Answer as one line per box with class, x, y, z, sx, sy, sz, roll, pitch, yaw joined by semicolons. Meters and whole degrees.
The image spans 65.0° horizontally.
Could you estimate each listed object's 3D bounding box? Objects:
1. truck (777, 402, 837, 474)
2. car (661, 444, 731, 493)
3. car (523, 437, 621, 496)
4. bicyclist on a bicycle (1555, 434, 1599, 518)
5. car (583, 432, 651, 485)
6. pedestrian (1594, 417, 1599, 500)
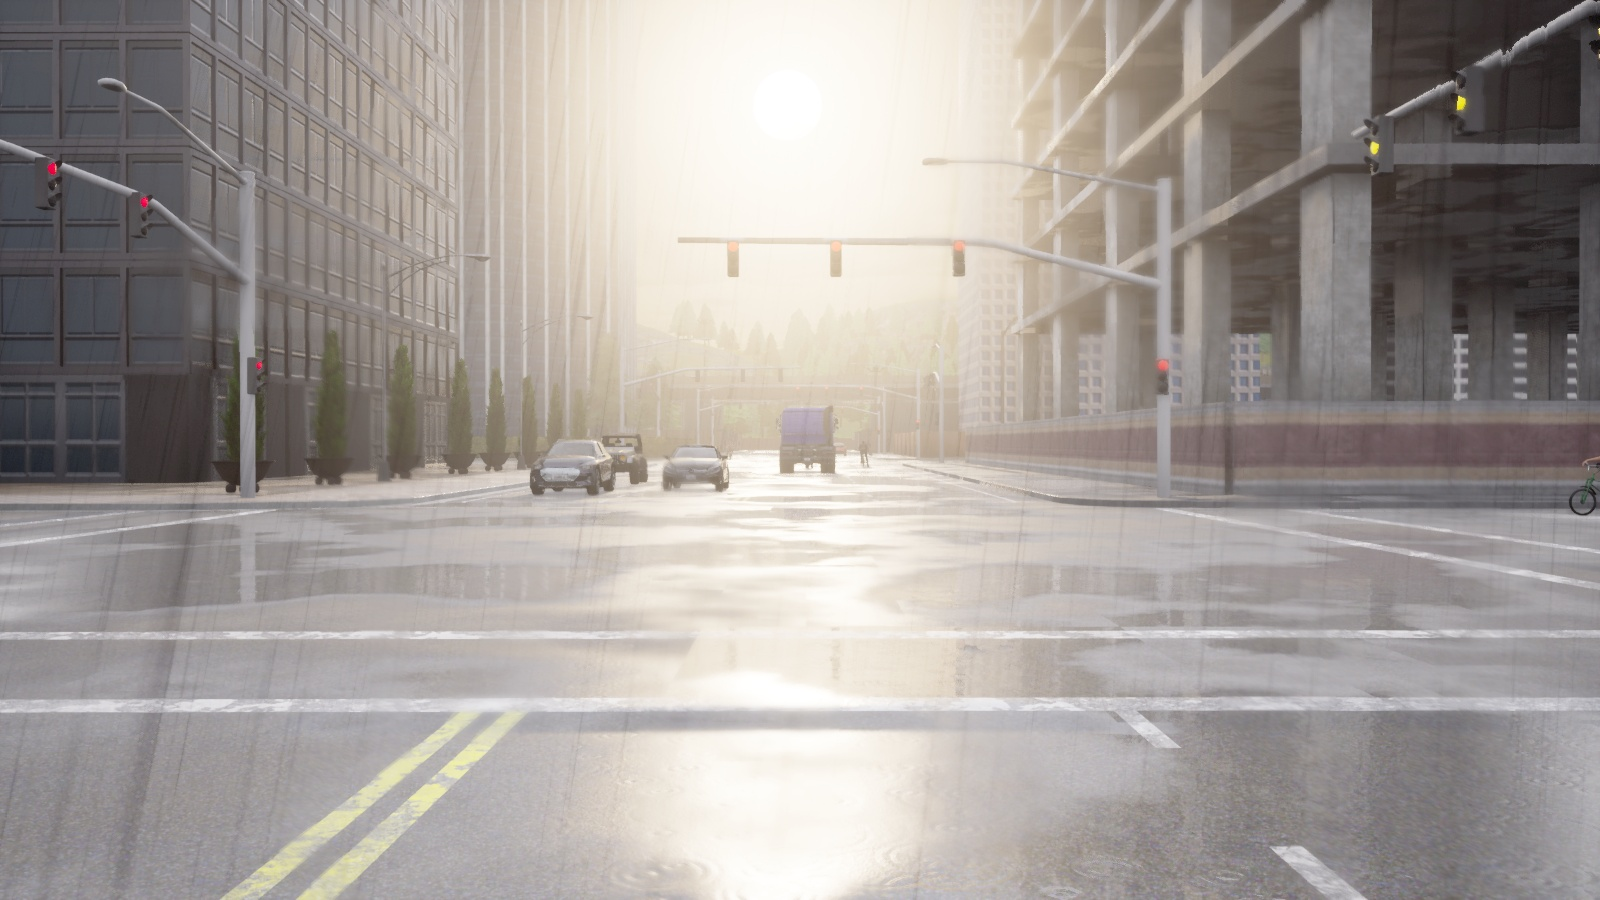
truck;0.376;-0.599;64.556;2.891;3.462;7.936;0;0;0
car;-3.261;0.543;40.083;1.812;1.442;4.674;0;0;0
car;-6.774;0.457;37.851;2.033;1.649;4.856;0;0;0
bicyclist on a bicycle;15.731;0.502;24.463;1.509;1.612;0.866;0;0;0
car;-6.726;0.274;46.513;1.905;1.878;3.866;0;0;0
pedestrian;19.327;0.200;29.544;0.873;1.952;0.659;0;0;2
